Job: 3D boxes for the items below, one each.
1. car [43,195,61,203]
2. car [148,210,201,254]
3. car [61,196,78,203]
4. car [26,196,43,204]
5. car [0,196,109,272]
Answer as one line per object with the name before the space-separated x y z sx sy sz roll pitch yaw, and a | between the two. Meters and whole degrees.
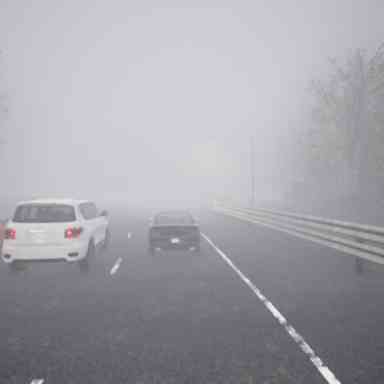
car | -29.362 1.520 69.882 1.882 1.535 5.008 0 0 -43
car | -0.753 1.470 13.555 1.882 1.535 5.008 0 0 -5
car | -26.688 1.549 72.141 1.812 1.442 4.674 0 0 -43
car | -32.036 1.560 67.624 1.837 1.490 4.892 0 0 -43
car | -4.156 1.230 11.071 2.150 2.045 5.566 0 0 -6
